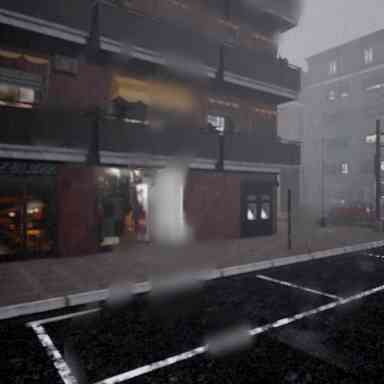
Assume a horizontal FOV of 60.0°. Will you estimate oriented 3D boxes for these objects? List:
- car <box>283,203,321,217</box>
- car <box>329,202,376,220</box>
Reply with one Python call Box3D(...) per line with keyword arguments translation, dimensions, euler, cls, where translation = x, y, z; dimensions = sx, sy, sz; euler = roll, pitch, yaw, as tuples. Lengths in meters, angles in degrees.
Box3D(translation=(11.675, 1.876, 35.485), dimensions=(1.802, 1.307, 4.206), euler=(-1, 0, -35), cls="car")
Box3D(translation=(14.863, 1.666, 30.945), dimensions=(1.967, 1.590, 4.097), euler=(-1, 0, -35), cls="car")
